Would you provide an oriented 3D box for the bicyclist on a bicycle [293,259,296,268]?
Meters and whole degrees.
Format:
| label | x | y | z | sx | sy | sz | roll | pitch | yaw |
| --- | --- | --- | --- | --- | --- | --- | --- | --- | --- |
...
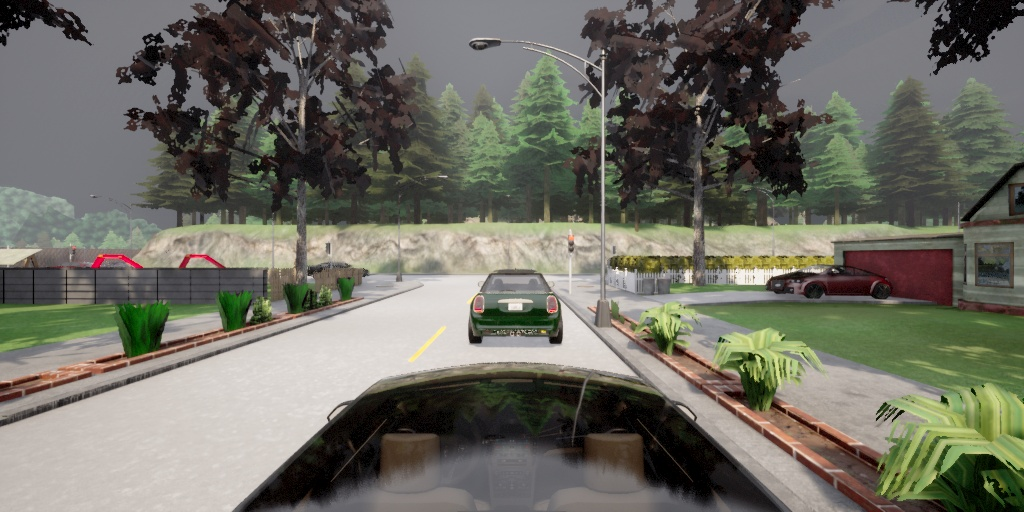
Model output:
| label | x | y | z | sx | sy | sz | roll | pitch | yaw |
| --- | --- | --- | --- | --- | --- | --- | --- | --- | --- |
| bicyclist on a bicycle | -23.711 | 1.099 | 39.546 | 0.582 | 1.620 | 1.656 | 0 | 0 | 1 |

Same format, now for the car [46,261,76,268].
| label | x | y | z | sx | sy | sz | roll | pitch | yaw |
| --- | --- | --- | --- | --- | --- | --- | --- | --- | --- |
| car | -42.952 | 1.228 | 35.433 | 5.008 | 1.535 | 1.882 | 0 | 0 | 1 |

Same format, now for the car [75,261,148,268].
| label | x | y | z | sx | sy | sz | roll | pitch | yaw |
| --- | --- | --- | --- | --- | --- | --- | --- | --- | --- |
| car | -34.130 | 1.241 | 31.260 | 4.902 | 1.511 | 2.128 | 0 | 0 | 1 |

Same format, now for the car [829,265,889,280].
| label | x | y | z | sx | sy | sz | roll | pitch | yaw |
| --- | --- | --- | --- | --- | --- | --- | --- | --- | --- |
| car | 34.402 | 1.228 | 34.783 | 5.008 | 1.535 | 1.882 | 0 | 0 | 1 |

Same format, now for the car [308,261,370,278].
| label | x | y | z | sx | sy | sz | roll | pitch | yaw |
| --- | --- | --- | --- | --- | --- | --- | --- | --- | --- |
| car | -14.937 | 1.228 | 31.062 | 5.008 | 1.535 | 1.882 | 0 | 0 | 1 |

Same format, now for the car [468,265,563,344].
| label | x | y | z | sx | sy | sz | roll | pitch | yaw |
| --- | --- | --- | --- | --- | --- | --- | --- | --- | --- |
| car | 0.108 | 1.102 | 9.759 | 2.097 | 1.767 | 4.553 | 0 | 0 | 1 |
